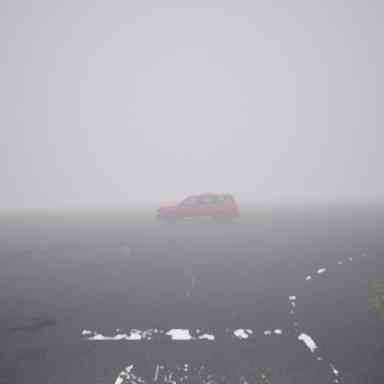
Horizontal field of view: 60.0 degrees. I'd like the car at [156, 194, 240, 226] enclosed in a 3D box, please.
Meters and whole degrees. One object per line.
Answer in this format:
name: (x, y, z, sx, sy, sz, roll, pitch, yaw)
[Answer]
car: (0.395, 1.160, 22.056, 5.566, 2.045, 2.150, -1, 1, 0)
